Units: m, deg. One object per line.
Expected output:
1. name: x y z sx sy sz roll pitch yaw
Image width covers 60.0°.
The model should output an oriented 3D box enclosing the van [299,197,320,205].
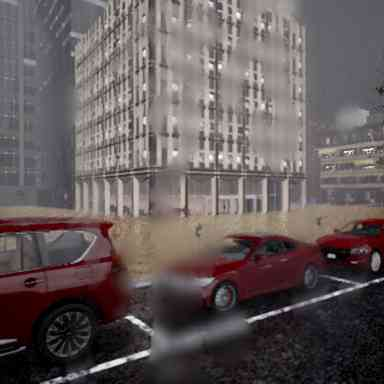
1. van: 26.484 2.151 76.115 1.690 1.788 3.998 -1 0 -36

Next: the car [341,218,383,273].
1. car: 5.773 1.560 10.698 4.507 1.381 1.887 0 0 -36

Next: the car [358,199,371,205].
1. car: 37.911 2.231 74.829 1.802 1.307 4.206 -1 0 -36

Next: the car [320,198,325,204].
1. car: 31.304 2.253 83.798 1.967 1.590 4.097 -1 0 -36

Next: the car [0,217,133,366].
1. car: -3.221 1.315 4.269 5.009 1.841 2.192 0 0 -36

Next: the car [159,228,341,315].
1. car: 1.277 1.589 7.483 4.206 1.307 1.802 0 0 -36

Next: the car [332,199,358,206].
1. car: 31.414 2.231 69.235 1.887 1.381 4.507 -1 0 -36
